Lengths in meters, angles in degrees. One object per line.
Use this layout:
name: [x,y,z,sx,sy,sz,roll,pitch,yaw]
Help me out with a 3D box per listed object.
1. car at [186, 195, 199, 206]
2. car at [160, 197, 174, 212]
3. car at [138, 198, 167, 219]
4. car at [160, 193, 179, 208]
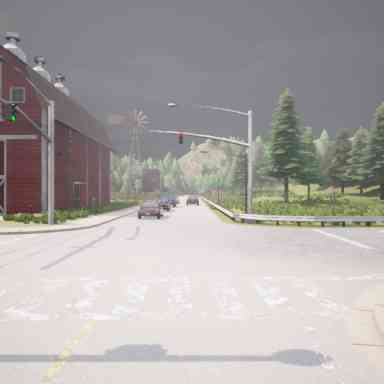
car: [0.105,1.352,55.591,2.097,1.767,4.553,0,0,0]
car: [-3.526,1.601,39.292,1.895,1.301,4.718,0,0,0]
car: [-3.545,1.526,29.186,1.812,1.442,4.674,0,0,0]
car: [-3.499,1.221,49.613,2.150,2.045,5.566,0,0,0]
